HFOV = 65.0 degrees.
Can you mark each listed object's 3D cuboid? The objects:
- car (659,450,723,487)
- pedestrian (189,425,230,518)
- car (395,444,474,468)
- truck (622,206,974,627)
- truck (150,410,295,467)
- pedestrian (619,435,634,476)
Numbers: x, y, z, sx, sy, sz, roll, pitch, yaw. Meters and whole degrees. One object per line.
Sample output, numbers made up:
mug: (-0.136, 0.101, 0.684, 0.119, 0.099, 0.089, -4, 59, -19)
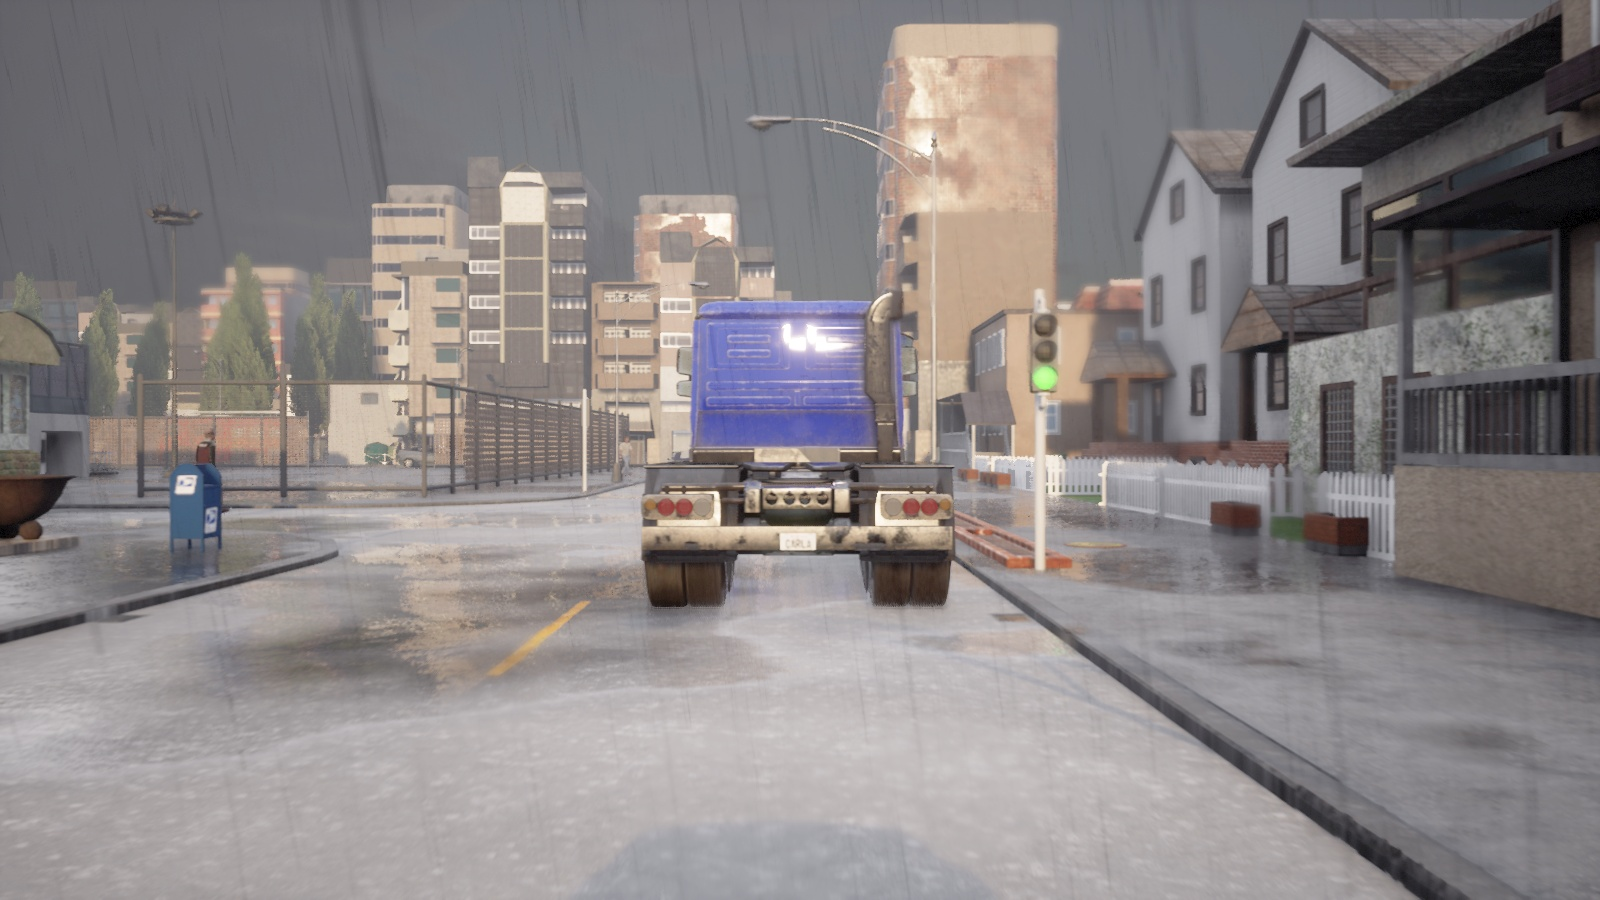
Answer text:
car: (-4.069, 0.662, 47.587, 1.895, 1.301, 4.718, 0, 0, 2)
pedestrian: (-12.015, 0.430, 25.560, 0.376, 1.854, 0.720, 0, 0, 19)
car: (-23.560, 0.367, 81.055, 4.514, 1.525, 2.007, 0, 0, 0)
truck: (-0.025, -0.290, 14.291, 2.891, 3.462, 7.936, 0, 0, 0)
truck: (-38.992, -0.771, 84.988, 8.468, 3.827, 2.891, 0, 0, 0)
pedestrian: (-7.775, 0.236, 56.247, 0.354, 1.836, 0.706, 0, 0, -37)
